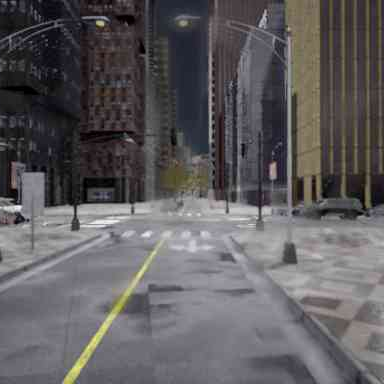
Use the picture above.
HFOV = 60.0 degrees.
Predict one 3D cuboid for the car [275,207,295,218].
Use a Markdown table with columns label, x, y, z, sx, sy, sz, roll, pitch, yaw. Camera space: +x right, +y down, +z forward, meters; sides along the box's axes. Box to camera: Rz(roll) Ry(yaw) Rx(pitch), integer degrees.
| label | x | y | z | sx | sy | sz | roll | pitch | yaw |
| --- | --- | --- | --- | --- | --- | --- | --- | --- | --- |
| car | 11.141 | 1.999 | 34.614 | 4.718 | 1.301 | 1.895 | 0 | -1 | 0 |

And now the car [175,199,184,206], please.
| label | x | y | z | sx | sy | sz | roll | pitch | yaw |
| --- | --- | --- | --- | --- | --- | --- | --- | --- | --- |
| car | -2.961 | 2.351 | 76.754 | 1.882 | 1.535 | 5.008 | 0 | -1 | 0 |

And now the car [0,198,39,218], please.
| label | x | y | z | sx | sy | sz | roll | pitch | yaw |
| --- | --- | --- | --- | --- | --- | --- | --- | --- | --- |
| car | -15.957 | 1.529 | 28.050 | 5.566 | 2.045 | 2.150 | 0 | -1 | 0 |

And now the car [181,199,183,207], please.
| label | x | y | z | sx | sy | sz | roll | pitch | yaw |
| --- | --- | --- | --- | --- | --- | --- | --- | --- | --- |
| car | -3.020 | 2.130 | 56.192 | 2.128 | 1.511 | 4.902 | 0 | -1 | 1 |

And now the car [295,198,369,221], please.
| label | x | y | z | sx | sy | sz | roll | pitch | yaw |
| --- | --- | --- | --- | --- | --- | --- | --- | --- | --- |
| car | 13.116 | 1.592 | 31.357 | 5.566 | 2.045 | 2.150 | 0 | -1 | 0 |

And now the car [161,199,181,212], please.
| label | x | y | z | sx | sy | sz | roll | pitch | yaw |
| --- | --- | --- | --- | --- | --- | --- | --- | --- | --- |
| car | -3.040 | 1.877 | 46.143 | 2.097 | 1.767 | 4.553 | 0 | -1 | 0 |

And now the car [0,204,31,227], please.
| label | x | y | z | sx | sy | sz | roll | pitch | yaw |
| --- | --- | --- | --- | --- | --- | --- | --- | --- | --- |
| car | -14.793 | 1.842 | 24.793 | 4.181 | 1.385 | 1.994 | 0 | -1 | 0 |

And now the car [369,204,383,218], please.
| label | x | y | z | sx | sy | sz | roll | pitch | yaw |
| --- | --- | --- | --- | --- | --- | --- | --- | --- | --- |
| car | 19.957 | 1.974 | 34.569 | 4.181 | 1.385 | 1.994 | 0 | -1 | 0 |

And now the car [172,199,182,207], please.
| label | x | y | z | sx | sy | sz | roll | pitch | yaw |
| --- | --- | --- | --- | --- | --- | --- | --- | --- | --- |
| car | -2.956 | 2.259 | 66.377 | 1.837 | 1.490 | 4.892 | 0 | -1 | 0 |
